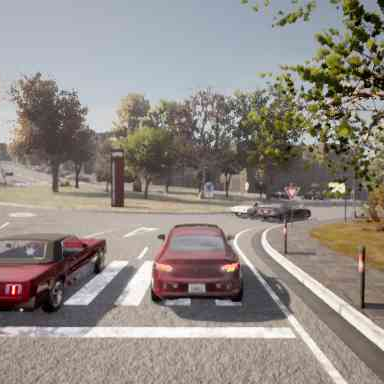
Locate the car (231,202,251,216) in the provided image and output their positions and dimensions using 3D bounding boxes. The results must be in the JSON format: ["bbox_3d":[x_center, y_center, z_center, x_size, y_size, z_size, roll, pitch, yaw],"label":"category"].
[{"bbox_3d":[5.663,1.516,29.297,4.718,1.301,1.895,1,1,-41],"label":"car"}]

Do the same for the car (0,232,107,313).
[{"bbox_3d":[-3.385,1.571,7.563,1.895,1.301,4.718,0,0,1],"label":"car"}]

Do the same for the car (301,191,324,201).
[{"bbox_3d":[20.624,0.642,57.245,2.128,1.511,4.902,0,2,-15],"label":"car"}]

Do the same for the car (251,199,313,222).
[{"bbox_3d":[7.539,1.550,26.885,5.357,1.411,2.033,0,1,-40],"label":"car"}]

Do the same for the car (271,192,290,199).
[{"bbox_3d":[16.014,0.633,60.963,1.895,1.301,4.718,-1,2,-23],"label":"car"}]

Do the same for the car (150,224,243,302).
[{"bbox_3d":[0.105,1.493,8.074,1.812,1.442,4.674,0,0,0],"label":"car"}]
